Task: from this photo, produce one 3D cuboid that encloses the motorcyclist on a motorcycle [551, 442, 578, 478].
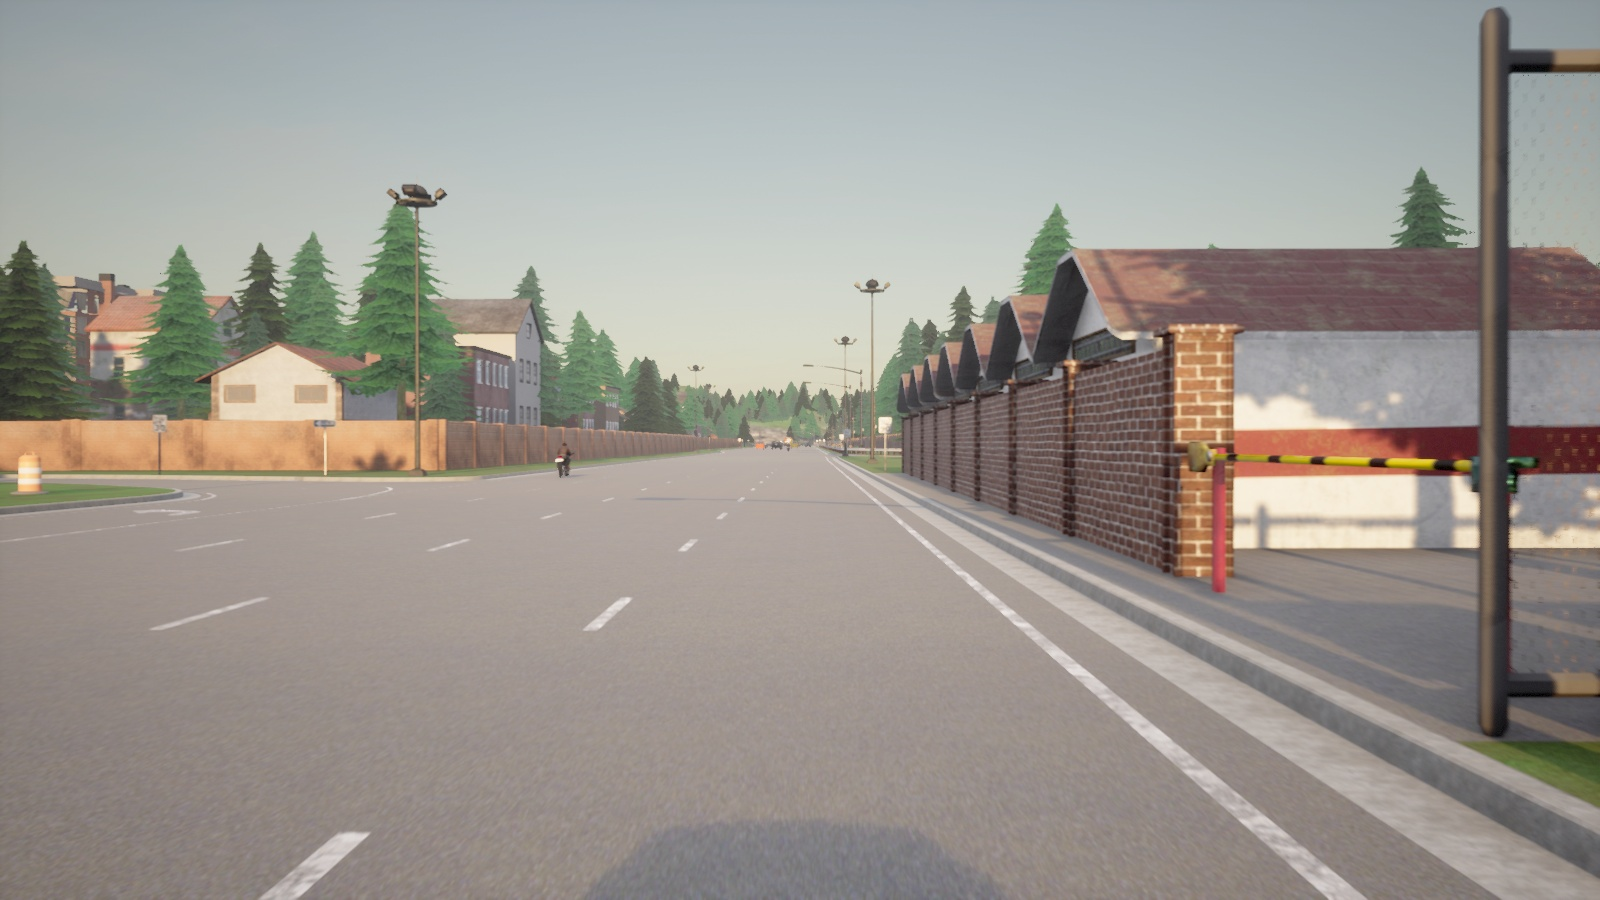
[{"bbox_3d":[-10.177,0.414,54.281,0.797,1.523,2.044,0,0,0],"label":"motorcyclist on a motorcycle"}]
